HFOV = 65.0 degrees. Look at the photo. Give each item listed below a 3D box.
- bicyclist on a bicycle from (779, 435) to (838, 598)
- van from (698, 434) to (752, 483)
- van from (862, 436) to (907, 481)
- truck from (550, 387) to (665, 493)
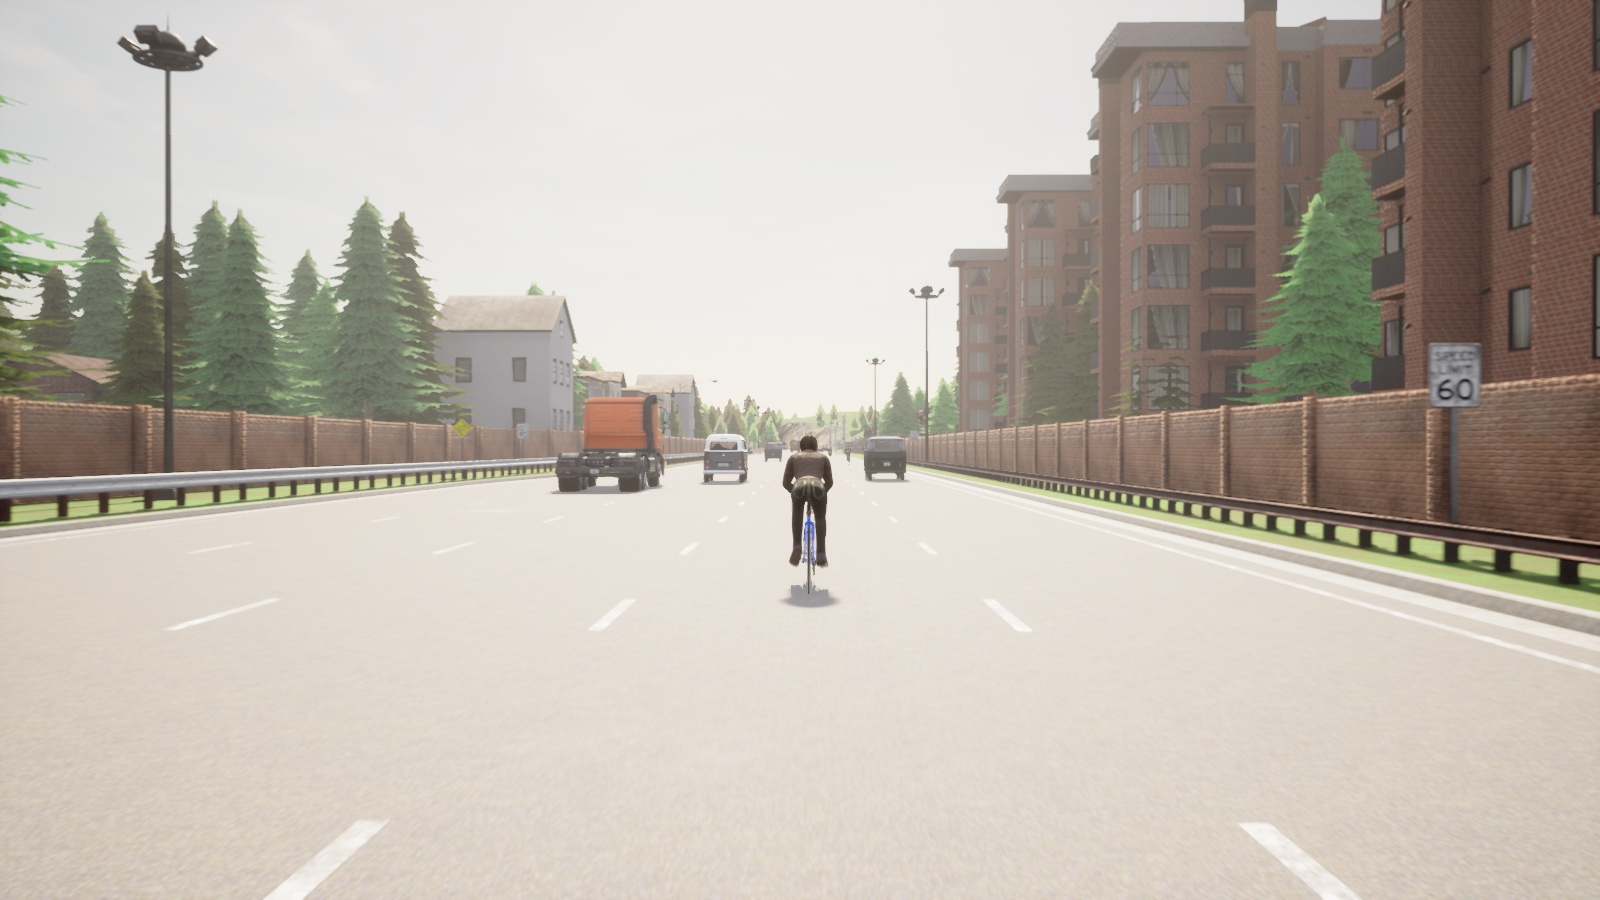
[{"bbox_3d":[0.092,0.668,13.303,0.582,1.620,1.656,0,0,0],"label":"bicyclist on a bicycle"},{"bbox_3d":[-3.174,0.337,54.243,2.069,2.038,4.480,0,0,0],"label":"van"},{"bbox_3d":[3.847,0.364,57.570,1.775,1.987,4.442,0,0,0],"label":"van"},{"bbox_3d":[-6.725,-0.349,45.043,2.891,3.462,7.936,0,0,0],"label":"truck"}]
